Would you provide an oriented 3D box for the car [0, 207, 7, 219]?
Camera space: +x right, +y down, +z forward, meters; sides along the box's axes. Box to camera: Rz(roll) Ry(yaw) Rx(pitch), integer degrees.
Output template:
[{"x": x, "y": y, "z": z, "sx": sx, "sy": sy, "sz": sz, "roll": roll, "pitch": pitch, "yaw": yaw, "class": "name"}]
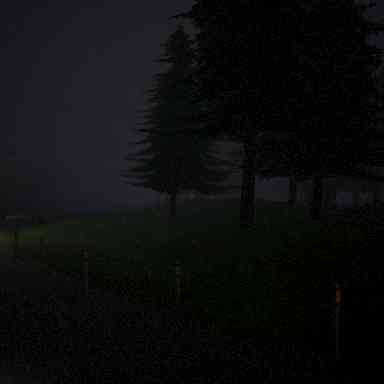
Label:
[{"x": -21.830, "y": 2.195, "z": 36.271, "sx": 2.128, "sy": 1.511, "sz": 4.902, "roll": 3, "pitch": -2, "yaw": -9, "class": "car"}]
